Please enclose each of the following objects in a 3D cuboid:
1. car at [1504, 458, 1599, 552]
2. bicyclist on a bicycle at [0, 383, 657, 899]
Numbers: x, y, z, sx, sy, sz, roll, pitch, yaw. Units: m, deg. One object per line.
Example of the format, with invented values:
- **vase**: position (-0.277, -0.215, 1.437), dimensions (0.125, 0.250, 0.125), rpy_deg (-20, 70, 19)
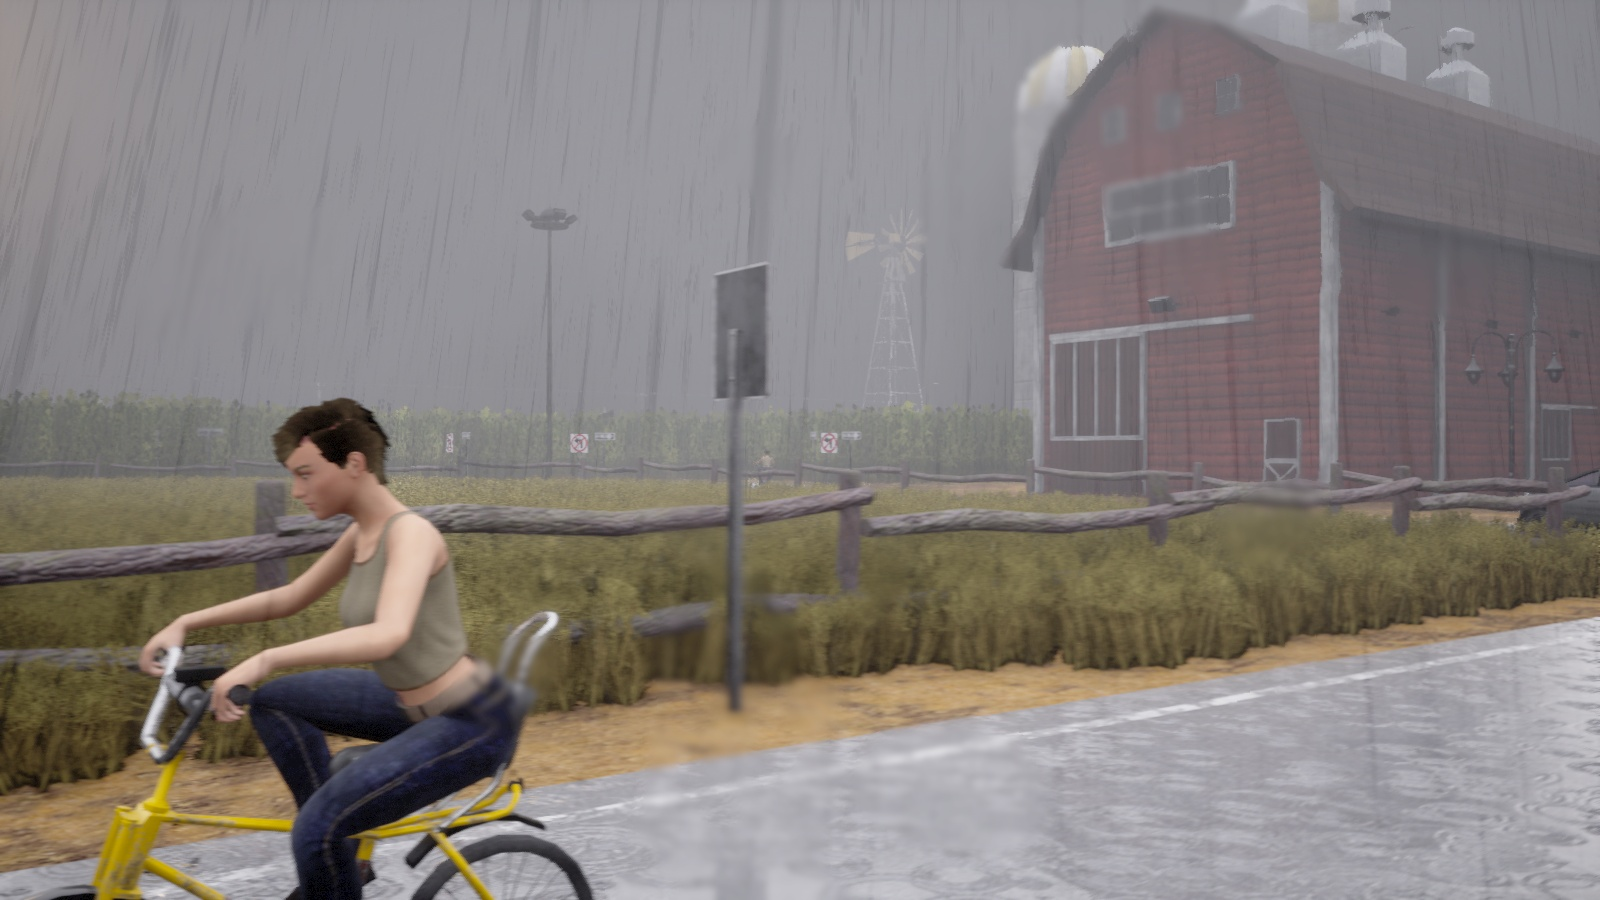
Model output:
- **car**: position (12.944, 0.827, 18.666), dimensions (1.994, 1.385, 4.181), rpy_deg (0, 0, -15)
- **bicyclist on a bicycle**: position (-1.197, 0.691, 2.824), dimensions (1.509, 1.612, 0.866), rpy_deg (0, 0, -35)
